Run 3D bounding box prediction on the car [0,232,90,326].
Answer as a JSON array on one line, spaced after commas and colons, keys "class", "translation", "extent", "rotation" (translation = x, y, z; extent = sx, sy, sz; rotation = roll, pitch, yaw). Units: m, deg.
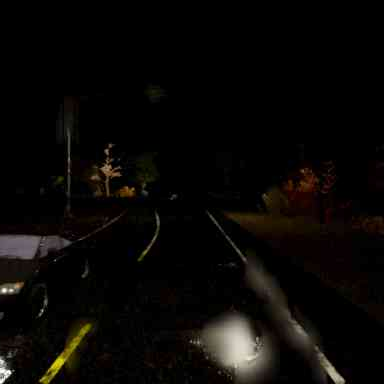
[{"class": "car", "translation": [-3.636, 1.565, 7.013], "extent": [1.994, 1.385, 4.181], "rotation": [0, 0, 0]}]
